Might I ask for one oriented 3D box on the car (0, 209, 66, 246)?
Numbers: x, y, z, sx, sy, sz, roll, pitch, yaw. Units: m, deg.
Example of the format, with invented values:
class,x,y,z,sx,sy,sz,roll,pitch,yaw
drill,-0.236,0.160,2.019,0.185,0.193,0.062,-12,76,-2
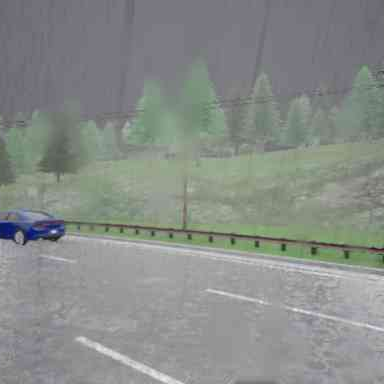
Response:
class,x,y,z,sx,sy,sz,roll,pitch,yaw
car,-8.214,1.568,15.808,5.008,1.535,1.882,1,-1,29
